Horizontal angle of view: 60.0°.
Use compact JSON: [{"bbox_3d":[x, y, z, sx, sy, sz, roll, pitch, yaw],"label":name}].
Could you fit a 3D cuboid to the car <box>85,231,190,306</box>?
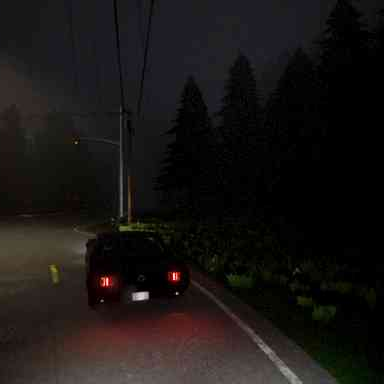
[{"bbox_3d":[-1.615,1.601,8.148,1.895,1.301,4.718,0,0,-18],"label":"car"}]
